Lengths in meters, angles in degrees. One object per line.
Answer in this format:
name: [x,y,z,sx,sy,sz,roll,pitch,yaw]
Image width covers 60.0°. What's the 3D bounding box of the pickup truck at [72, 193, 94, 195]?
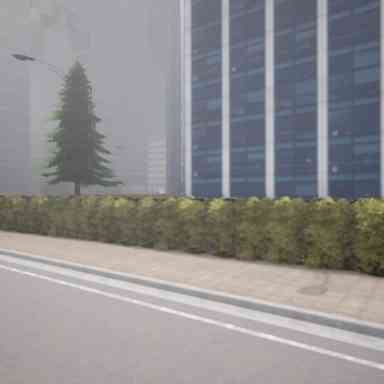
pickup truck: [-21.107,1.195,65.781,6.274,2.098,2.390,0,0,-24]
